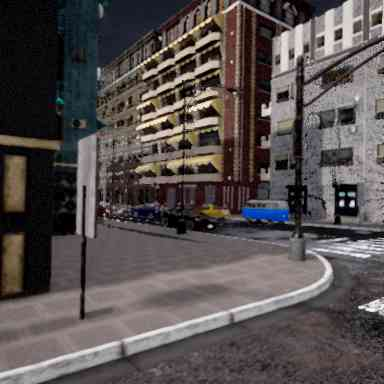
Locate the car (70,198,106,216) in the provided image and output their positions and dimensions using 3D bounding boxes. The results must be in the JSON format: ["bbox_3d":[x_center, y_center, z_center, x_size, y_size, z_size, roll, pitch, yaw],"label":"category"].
[{"bbox_3d":[-11.282,1.538,35.926,2.192,1.841,5.009,1,-1,-36],"label":"car"}]

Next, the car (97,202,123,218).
[{"bbox_3d":[-8.018,1.749,31.421,1.802,1.307,4.206,1,-1,-36],"label":"car"}]

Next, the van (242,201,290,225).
[{"bbox_3d":[5.725,1.583,26.218,1.690,1.788,3.998,1,-1,-36],"label":"van"}]

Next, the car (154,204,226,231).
[{"bbox_3d":[-0.247,1.598,20.593,1.947,1.339,4.313,1,-1,-36],"label":"car"}]

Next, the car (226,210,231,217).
[{"bbox_3d":[1.606,1.834,31.768,1.752,1.417,4.829,1,-1,-36],"label":"car"}]

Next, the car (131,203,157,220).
[{"bbox_3d":[-3.619,1.792,29.786,1.895,1.301,4.718,2,-2,-36],"label":"car"}]

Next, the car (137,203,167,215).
[{"bbox_3d":[-4.920,1.998,40.565,1.802,1.307,4.206,1,-1,-36],"label":"car"}]
